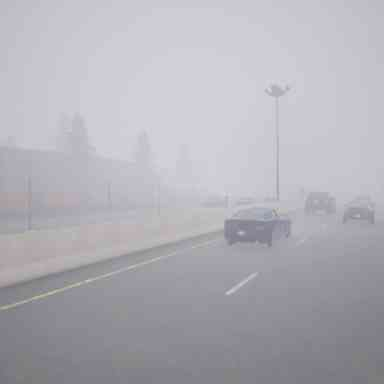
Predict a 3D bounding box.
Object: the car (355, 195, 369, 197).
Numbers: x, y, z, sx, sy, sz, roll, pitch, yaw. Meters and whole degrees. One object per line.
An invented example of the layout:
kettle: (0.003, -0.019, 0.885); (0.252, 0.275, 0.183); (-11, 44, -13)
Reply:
car: (19.520, 1.064, 38.203); (2.097, 1.767, 4.553); (0, 1, 25)

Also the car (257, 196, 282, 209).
car: (10.169, 1.311, 43.181); (2.033, 1.411, 5.357); (0, 0, 26)

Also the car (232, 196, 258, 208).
car: (7.352, 1.325, 45.388); (2.033, 1.411, 5.357); (0, 0, 25)

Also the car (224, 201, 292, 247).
car: (3.098, 1.400, 14.883); (1.882, 1.535, 5.008); (0, 0, 29)

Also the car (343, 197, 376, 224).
car: (11.746, 1.349, 23.353); (1.812, 1.442, 4.674); (0, 0, 29)

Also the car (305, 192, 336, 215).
car: (12.177, 1.009, 31.398); (2.150, 2.045, 5.566); (0, 0, 29)
